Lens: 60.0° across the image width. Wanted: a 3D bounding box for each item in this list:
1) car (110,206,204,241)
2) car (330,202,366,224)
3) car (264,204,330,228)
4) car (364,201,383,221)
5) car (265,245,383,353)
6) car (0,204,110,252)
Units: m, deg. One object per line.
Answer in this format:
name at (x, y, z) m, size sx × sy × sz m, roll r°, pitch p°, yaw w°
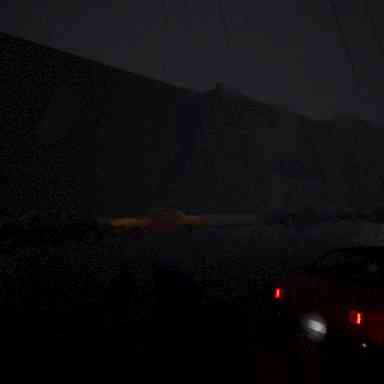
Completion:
car at (-1.874, 1.535, 17.131) m, size 5.366 × 1.575 × 1.946 m, roll 1°, pitch 0°, yaw -36°
car at (11.696, 1.753, 26.969) m, size 4.674 × 1.452 × 2.002 m, roll 1°, pitch 0°, yaw -36°
car at (7.227, 1.657, 23.729) m, size 4.892 × 1.521 × 2.231 m, roll 1°, pitch 0°, yaw -36°
car at (16.093, 1.644, 30.156) m, size 4.553 × 1.767 × 2.185 m, roll 1°, pitch 0°, yaw -36°
car at (3.612, 1.668, 6.086) m, size 4.718 × 1.301 × 1.895 m, roll 1°, pitch 0°, yaw -35°
car at (-6.174, 1.357, 14.018) m, size 4.553 × 1.767 × 2.185 m, roll 1°, pitch 0°, yaw -36°
